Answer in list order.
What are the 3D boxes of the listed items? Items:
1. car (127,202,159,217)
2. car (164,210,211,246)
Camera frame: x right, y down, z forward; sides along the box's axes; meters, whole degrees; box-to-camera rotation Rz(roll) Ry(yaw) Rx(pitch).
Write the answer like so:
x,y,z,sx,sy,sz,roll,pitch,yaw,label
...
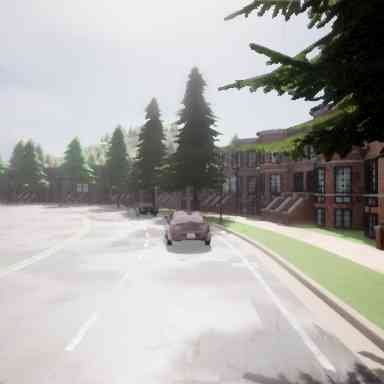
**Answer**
x,y,z,sx,sy,sz,roll,pitch,yaw,label
-4.729,1.614,31.270,1.895,1.301,4.718,0,0,-25,car
-0.280,1.530,15.191,1.812,1.442,4.674,0,0,-6,car
